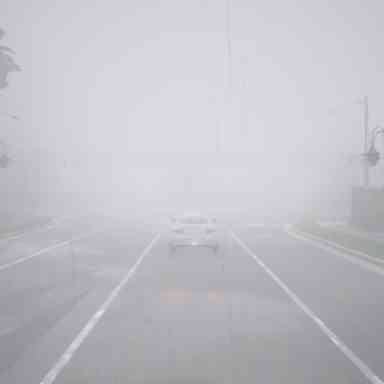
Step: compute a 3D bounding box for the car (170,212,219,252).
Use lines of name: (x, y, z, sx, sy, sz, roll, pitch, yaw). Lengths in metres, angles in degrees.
car: (0.077, 1.557, 13.912, 1.812, 1.442, 4.674, 0, 0, 0)
